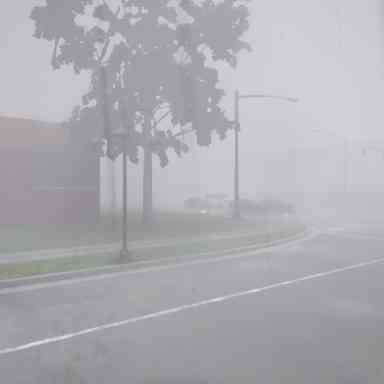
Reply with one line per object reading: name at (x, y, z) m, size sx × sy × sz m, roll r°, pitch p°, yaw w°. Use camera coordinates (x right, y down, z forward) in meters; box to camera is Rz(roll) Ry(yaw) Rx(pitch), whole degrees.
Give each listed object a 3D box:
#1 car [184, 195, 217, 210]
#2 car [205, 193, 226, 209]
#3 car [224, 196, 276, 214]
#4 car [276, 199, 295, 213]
car at (0.747, 1.505, 42.987) m, size 1.837 × 1.490 × 4.892 m, roll 0°, pitch 0°, yaw -33°
car at (3.615, 1.221, 45.003) m, size 2.150 × 2.045 × 5.566 m, roll 0°, pitch 0°, yaw -34°
car at (6.016, 1.478, 35.097) m, size 1.882 × 1.535 × 5.008 m, roll 0°, pitch 0°, yaw -34°
car at (9.086, 1.505, 36.801) m, size 1.837 × 1.490 × 4.892 m, roll 0°, pitch 0°, yaw -34°
